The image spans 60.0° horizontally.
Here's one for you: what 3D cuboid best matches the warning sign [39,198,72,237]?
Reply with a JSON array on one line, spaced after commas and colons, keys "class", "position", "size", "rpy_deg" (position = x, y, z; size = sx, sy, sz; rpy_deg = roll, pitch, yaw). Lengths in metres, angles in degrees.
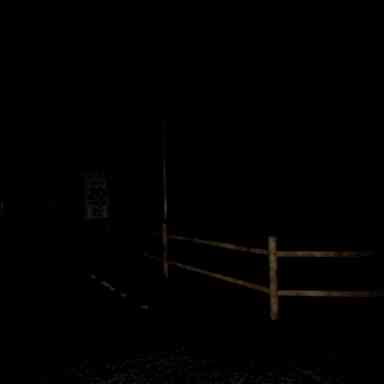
[{"class": "warning sign", "position": [-7.047, 1.264, 17.170], "size": [1.300, 1.860, 1.060], "rpy_deg": [-2, 0, -35]}]
